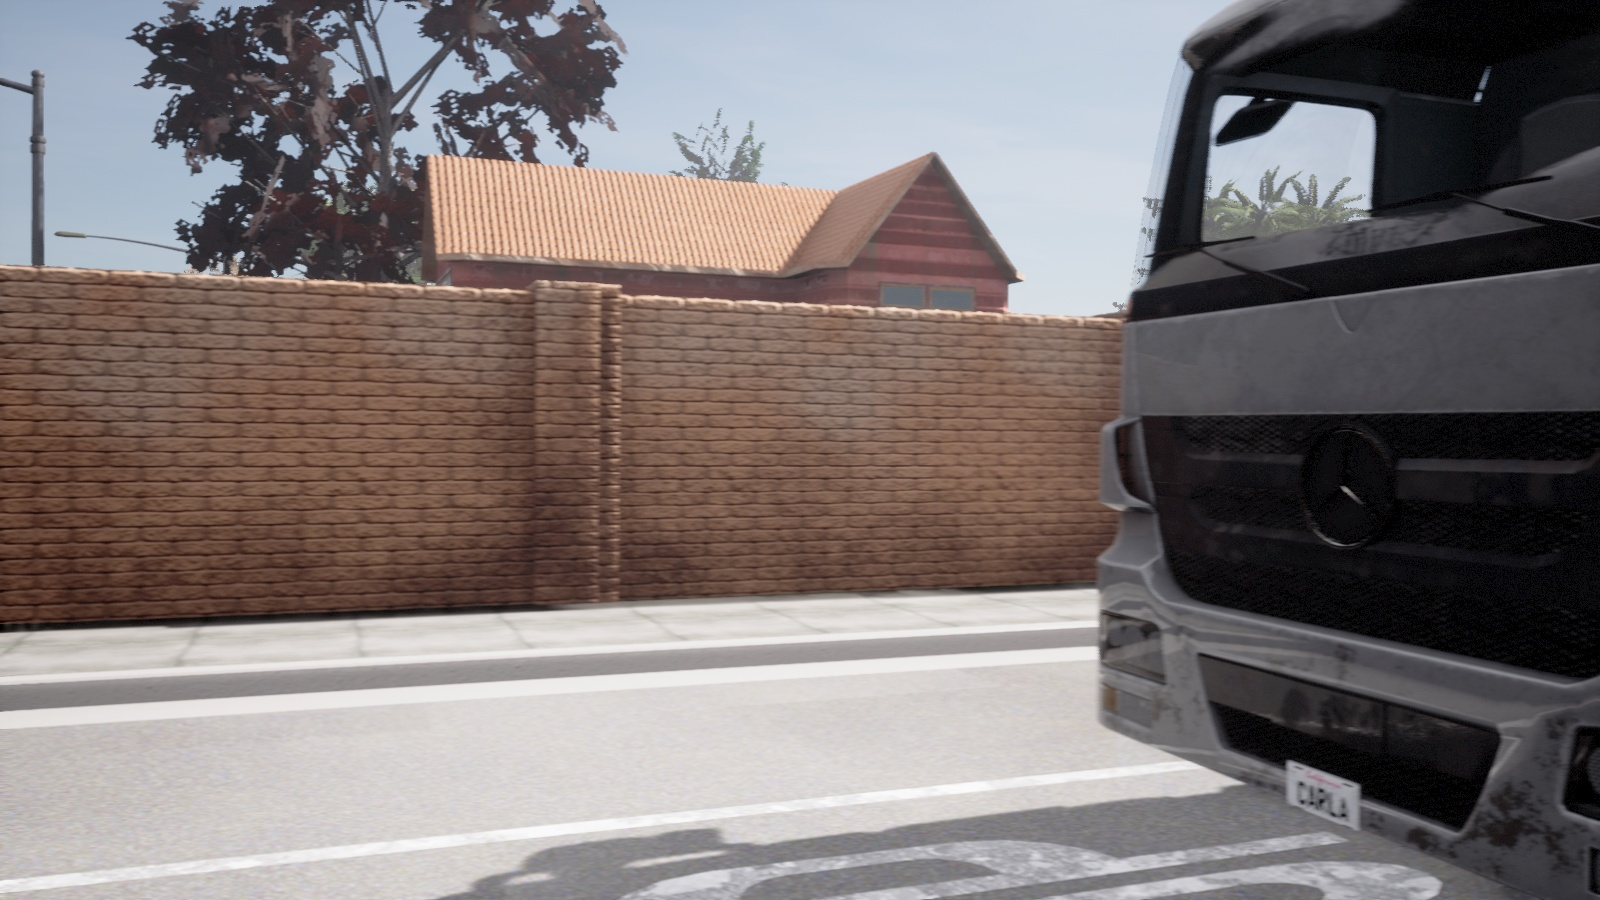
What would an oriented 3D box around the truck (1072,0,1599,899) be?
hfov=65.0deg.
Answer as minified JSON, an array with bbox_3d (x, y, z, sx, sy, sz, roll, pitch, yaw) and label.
[{"bbox_3d":[5.369,-0.331,5.265,7.936,3.462,2.891,-1,1,-21],"label":"truck"}]
